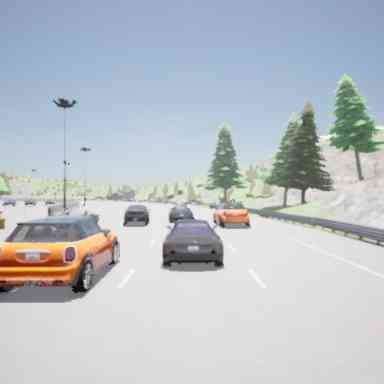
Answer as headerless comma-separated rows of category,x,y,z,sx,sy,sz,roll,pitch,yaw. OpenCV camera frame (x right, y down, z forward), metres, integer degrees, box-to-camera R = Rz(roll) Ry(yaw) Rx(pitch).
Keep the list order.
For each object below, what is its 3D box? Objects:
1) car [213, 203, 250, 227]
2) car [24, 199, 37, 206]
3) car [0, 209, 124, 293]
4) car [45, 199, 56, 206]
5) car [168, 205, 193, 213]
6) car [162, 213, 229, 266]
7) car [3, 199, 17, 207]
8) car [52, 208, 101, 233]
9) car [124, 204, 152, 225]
car,2.828,1.565,24.846,2.097,1.767,4.553,0,-1,-5
car,-31.186,2.029,64.442,2.033,1.411,5.357,0,-1,-21
car,-3.457,1.438,9.282,2.097,1.767,4.553,0,-1,-1
car,-27.925,2.087,65.711,1.895,1.301,4.718,0,-1,-21
car,-1.002,1.814,28.269,1.994,1.385,4.181,0,0,-6
car,0.000,1.670,11.963,1.994,1.385,4.181,0,0,-1
car,-34.437,2.027,63.146,2.033,1.411,5.357,0,-1,-21
car,-7.454,1.804,22.037,1.895,1.301,4.718,0,0,-4
car,-4.316,1.743,26.335,1.837,1.490,4.892,0,0,-6
